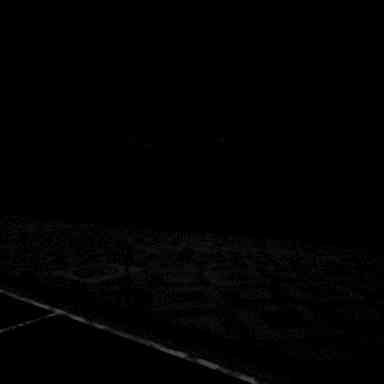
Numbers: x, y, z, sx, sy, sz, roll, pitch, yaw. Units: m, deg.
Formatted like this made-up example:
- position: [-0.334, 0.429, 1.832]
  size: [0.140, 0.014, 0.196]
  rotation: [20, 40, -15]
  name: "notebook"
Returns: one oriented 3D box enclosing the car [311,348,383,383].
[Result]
- position: [2.347, 1.440, 1.291]
  size: [4.097, 1.590, 1.967]
  rotation: [0, 0, 35]
  name: "car"
